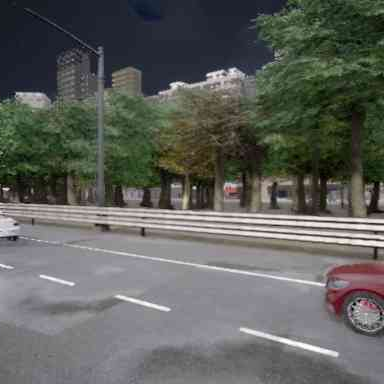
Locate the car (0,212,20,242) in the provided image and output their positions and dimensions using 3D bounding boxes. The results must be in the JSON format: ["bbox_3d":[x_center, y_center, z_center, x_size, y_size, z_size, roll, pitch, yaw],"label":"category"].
[{"bbox_3d":[-9.538,1.527,14.991,4.674,1.442,1.812,0,0,36],"label":"car"}]

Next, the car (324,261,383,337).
[{"bbox_3d":[4.473,1.527,4.979,4.674,1.442,1.812,0,0,36],"label":"car"}]
